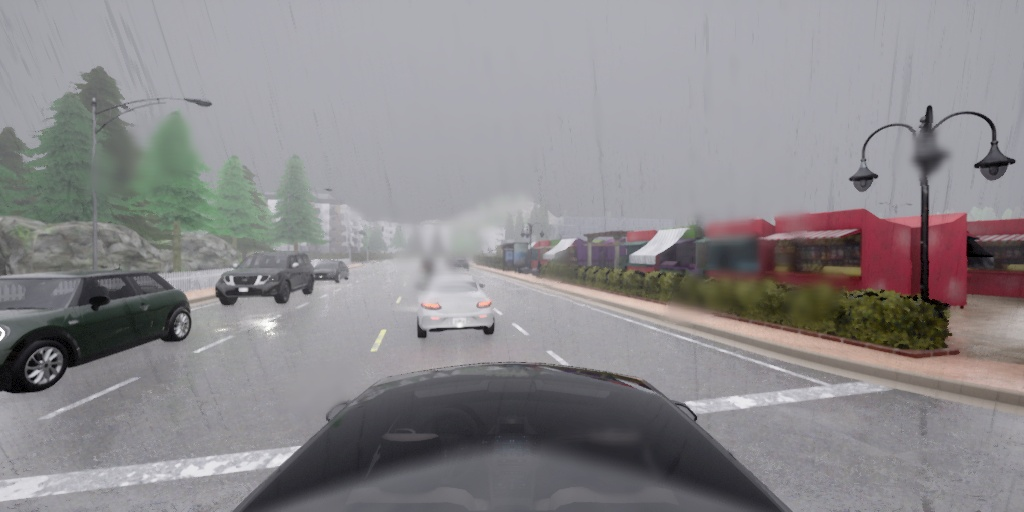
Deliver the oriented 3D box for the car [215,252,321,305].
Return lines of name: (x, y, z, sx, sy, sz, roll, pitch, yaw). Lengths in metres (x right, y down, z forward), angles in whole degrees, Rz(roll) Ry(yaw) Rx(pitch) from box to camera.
car: (-10.458, 0.863, 15.754, 2.150, 2.045, 5.566, 0, 0, -14)

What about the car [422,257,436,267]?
car: (-11.829, 0.859, 50.831, 1.837, 1.490, 4.892, 0, -1, -14)

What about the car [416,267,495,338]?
car: (-1.660, 1.217, 9.974, 1.812, 1.442, 4.674, 0, 0, -13)

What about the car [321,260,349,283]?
car: (-12.852, 1.068, 25.351, 1.837, 1.490, 4.892, 0, 0, -14)

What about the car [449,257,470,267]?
car: (-6.079, 0.934, 42.356, 1.837, 1.490, 4.892, 0, 0, -14)

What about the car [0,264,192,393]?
car: (-8.133, 1.070, 6.351, 2.097, 1.767, 4.553, 0, 0, -13)

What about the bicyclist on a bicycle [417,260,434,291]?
bicyclist on a bicycle: (-4.683, 1.064, 19.767, 0.582, 1.620, 1.656, 0, 1, 24)

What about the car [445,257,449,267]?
car: (-8.441, 0.833, 51.391, 1.882, 1.535, 5.008, 0, 0, -14)
